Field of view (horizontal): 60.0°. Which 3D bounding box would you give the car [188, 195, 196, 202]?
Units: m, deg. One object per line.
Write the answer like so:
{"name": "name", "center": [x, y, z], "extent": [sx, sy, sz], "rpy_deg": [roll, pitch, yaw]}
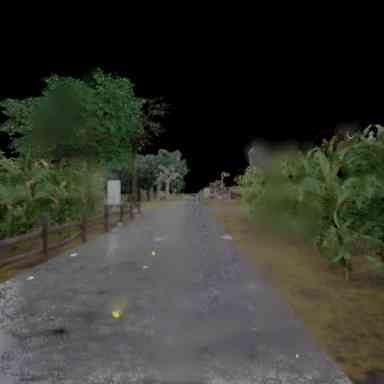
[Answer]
{"name": "car", "center": [-0.003, 1.811, 87.640], "extent": [2.128, 1.511, 4.902], "rpy_deg": [0, -1, 0]}
